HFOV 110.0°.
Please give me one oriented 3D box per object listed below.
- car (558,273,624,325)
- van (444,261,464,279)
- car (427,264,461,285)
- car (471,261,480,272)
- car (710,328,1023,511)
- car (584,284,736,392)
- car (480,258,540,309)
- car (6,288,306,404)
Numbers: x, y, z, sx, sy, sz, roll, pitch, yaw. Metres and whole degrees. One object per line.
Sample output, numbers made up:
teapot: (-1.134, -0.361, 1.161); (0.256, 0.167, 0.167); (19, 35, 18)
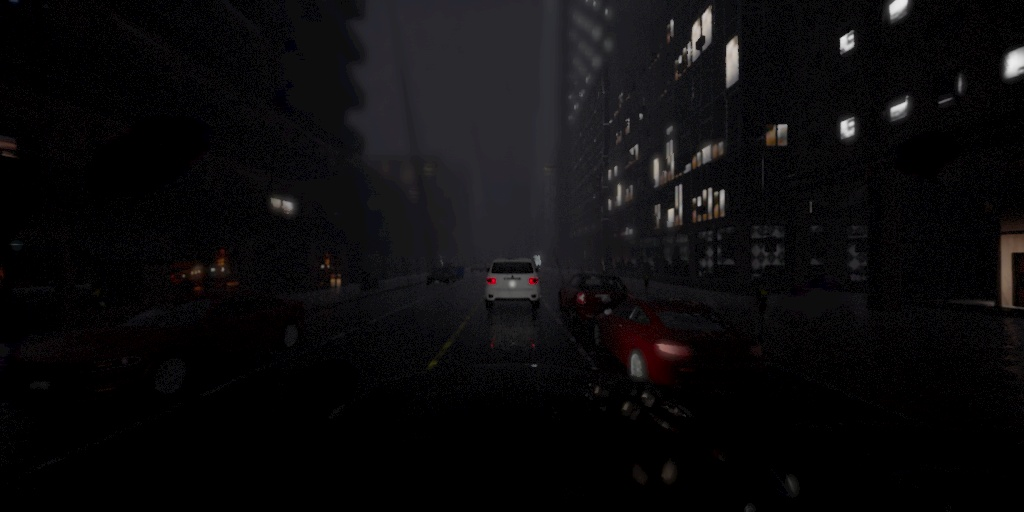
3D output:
car: (2.702, 1.292, 12.203); (1.967, 1.591, 4.097); (0, 0, 0)
van: (-5.650, 1.416, 34.808); (1.690, 1.789, 3.998); (0, 0, 0)
car: (-5.657, 1.585, 29.159); (1.948, 1.339, 4.313); (0, 0, 0)
car: (-5.622, 1.884, 57.400); (1.802, 1.307, 4.207); (0, 0, 0)
car: (2.689, 1.308, 0.906); (1.948, 1.339, 4.313); (0, 0, 0)
car: (2.695, 1.379, 6.556); (1.802, 1.307, 4.207); (0, 0, 0)
car: (0.018, 1.105, 15.862); (2.150, 2.045, 5.566); (0, 0, 0)
car: (-5.685, 1.342, 6.566); (1.888, 1.381, 4.507); (0, 0, 0)
